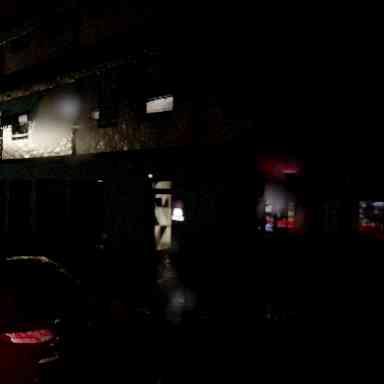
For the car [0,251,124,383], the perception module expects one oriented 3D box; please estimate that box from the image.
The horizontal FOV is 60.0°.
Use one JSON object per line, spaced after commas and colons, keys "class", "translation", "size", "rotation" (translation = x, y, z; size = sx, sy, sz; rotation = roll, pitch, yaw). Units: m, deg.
{"class": "car", "translation": [-2.799, 1.552, 4.861], "size": [4.206, 1.307, 1.802], "rotation": [0, 1, 36]}
